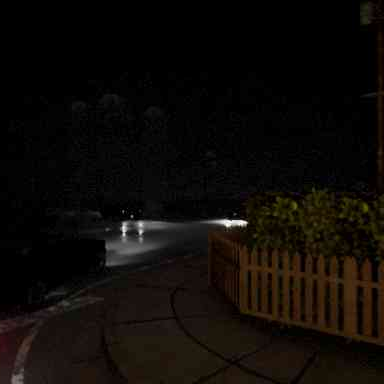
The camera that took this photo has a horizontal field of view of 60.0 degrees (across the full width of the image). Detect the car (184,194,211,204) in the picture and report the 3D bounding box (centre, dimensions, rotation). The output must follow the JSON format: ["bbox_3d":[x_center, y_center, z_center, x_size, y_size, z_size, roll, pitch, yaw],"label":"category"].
[{"bbox_3d":[0.974,1.267,61.618,4.605,1.855,1.932,0,0,35],"label":"car"}]

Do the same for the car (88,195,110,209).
[{"bbox_3d":[-11.616,1.478,42.994,3.905,1.438,1.784,0,0,35],"label":"car"}]

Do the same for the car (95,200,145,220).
[{"bbox_3d":[-6.001,1.575,27.654,1.895,1.301,4.718,0,0,-37],"label":"car"}]

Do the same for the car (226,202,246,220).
[{"bbox_3d":[4.467,1.549,27.519,1.994,1.385,4.181,0,0,35],"label":"car"}]

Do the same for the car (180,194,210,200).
[{"bbox_3d":[0.809,1.440,52.541,1.882,1.535,5.008,0,0,35],"label":"car"}]

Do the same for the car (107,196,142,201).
[{"bbox_3d":[-7.413,1.442,39.363,1.882,1.535,5.008,0,0,23],"label":"car"}]

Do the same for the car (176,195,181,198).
[{"bbox_3d":[-2.004,1.420,80.677,4.611,1.667,2.242,0,0,35],"label":"car"}]

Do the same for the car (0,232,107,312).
[{"bbox_3d":[-3.635,1.592,7.711,1.895,1.301,4.718,0,0,7],"label":"car"}]

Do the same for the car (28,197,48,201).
[{"bbox_3d":[-22.893,1.448,49.301,4.193,1.474,1.816,0,0,35],"label":"car"}]
